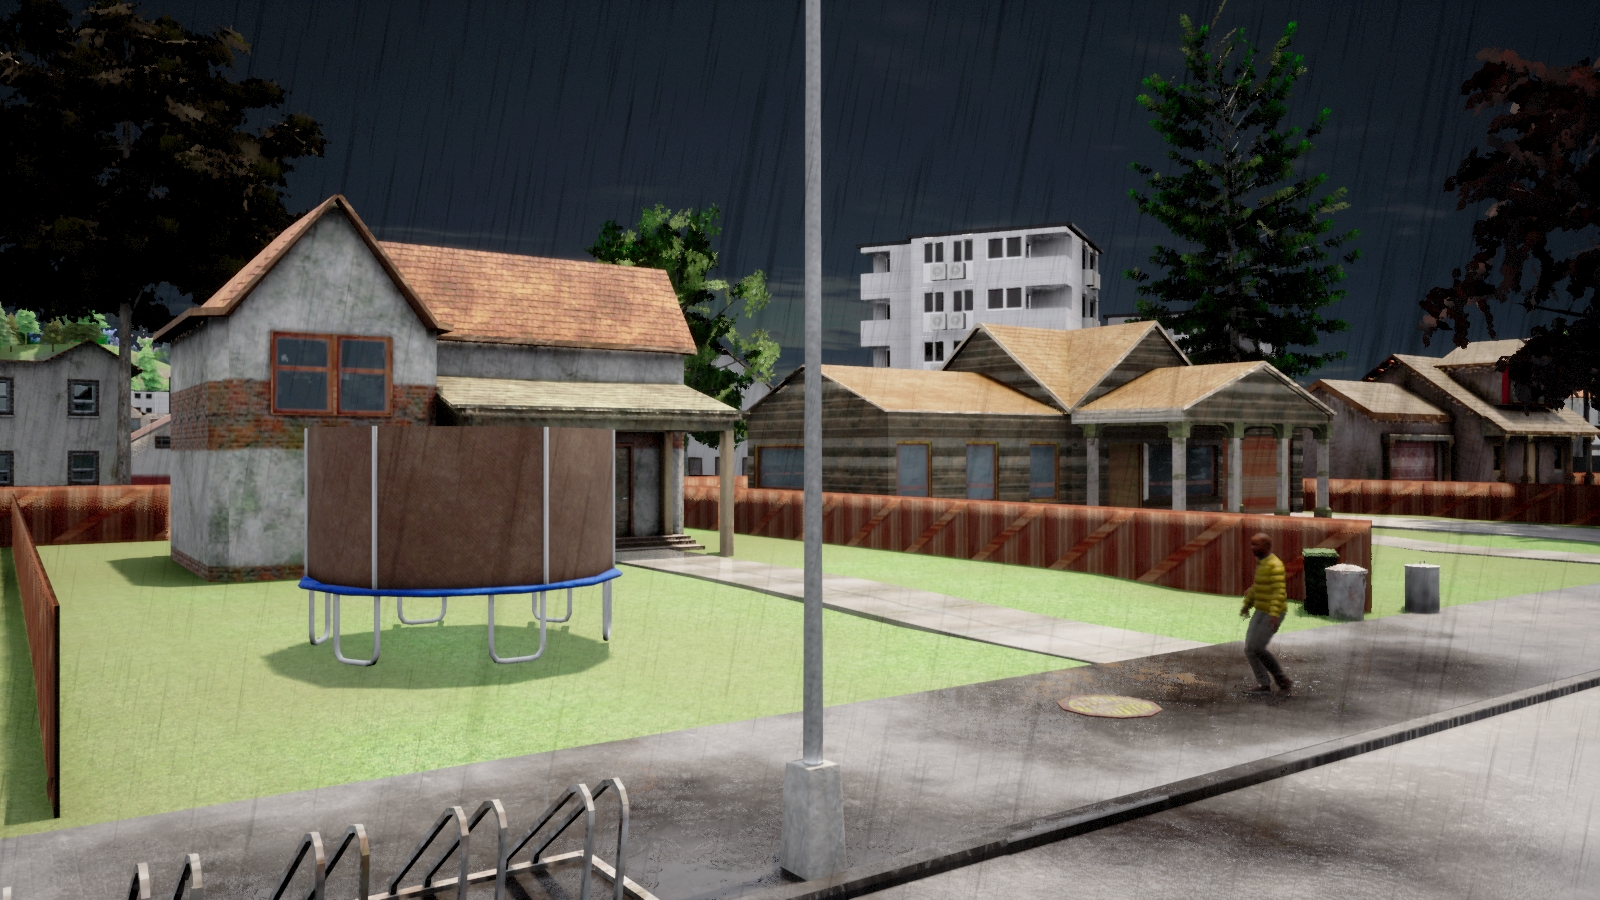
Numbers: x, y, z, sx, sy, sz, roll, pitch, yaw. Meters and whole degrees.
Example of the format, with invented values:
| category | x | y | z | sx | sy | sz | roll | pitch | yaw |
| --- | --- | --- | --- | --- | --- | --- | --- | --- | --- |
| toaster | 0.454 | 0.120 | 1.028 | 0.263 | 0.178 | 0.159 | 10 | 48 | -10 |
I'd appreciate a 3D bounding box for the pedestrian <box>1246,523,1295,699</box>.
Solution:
| category | x | y | z | sx | sy | sz | roll | pitch | yaw |
| --- | --- | --- | --- | --- | --- | --- | --- | --- | --- |
| pedestrian | 5.139 | 1.746 | 12.484 | 0.375 | 1.860 | 0.375 | 0 | 0 | -2 |
